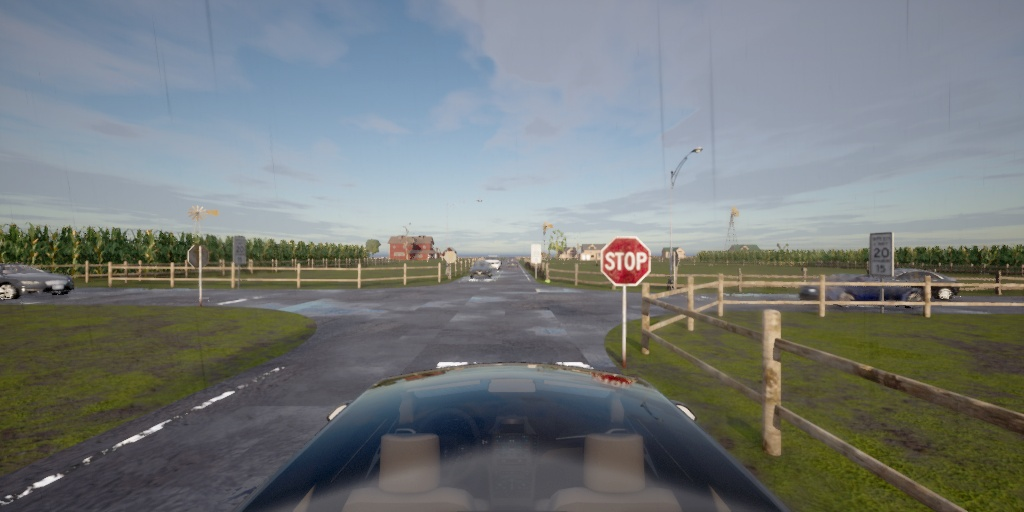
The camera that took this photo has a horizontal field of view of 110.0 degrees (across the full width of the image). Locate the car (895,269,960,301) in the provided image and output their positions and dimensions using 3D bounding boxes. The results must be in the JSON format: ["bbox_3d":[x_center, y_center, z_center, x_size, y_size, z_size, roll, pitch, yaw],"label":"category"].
[{"bbox_3d":[19.356,1.418,18.067,4.892,1.490,1.837,0,0,1],"label":"car"}]

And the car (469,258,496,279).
[{"bbox_3d":[-2.781,1.245,33.065,1.837,1.490,4.892,0,0,0],"label":"car"}]

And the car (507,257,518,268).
[{"bbox_3d":[0.131,1.220,62.382,2.128,1.511,4.902,0,0,0],"label":"car"}]

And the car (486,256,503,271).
[{"bbox_3d":[-2.739,0.955,50.499,2.150,2.045,5.566,0,0,0],"label":"car"}]

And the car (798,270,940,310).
[{"bbox_3d":[14.710,1.447,15.163,4.181,1.385,1.994,0,0,1],"label":"car"}]

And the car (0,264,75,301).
[{"bbox_3d":[-22.157,1.079,15.603,4.902,1.511,2.128,0,0,1],"label":"car"}]
